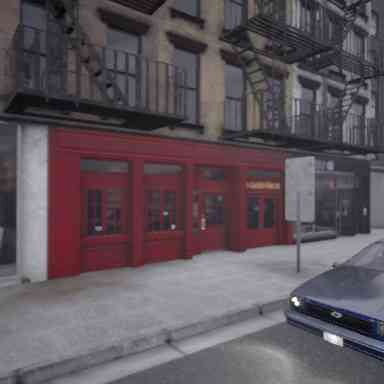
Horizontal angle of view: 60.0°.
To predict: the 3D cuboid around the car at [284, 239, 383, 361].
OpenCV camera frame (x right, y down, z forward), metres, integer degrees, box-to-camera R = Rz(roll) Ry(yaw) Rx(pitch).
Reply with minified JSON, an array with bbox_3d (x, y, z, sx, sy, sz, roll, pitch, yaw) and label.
[{"bbox_3d":[4.039,1.567,5.953,5.357,1.411,2.033,0,0,-35],"label":"car"}]
